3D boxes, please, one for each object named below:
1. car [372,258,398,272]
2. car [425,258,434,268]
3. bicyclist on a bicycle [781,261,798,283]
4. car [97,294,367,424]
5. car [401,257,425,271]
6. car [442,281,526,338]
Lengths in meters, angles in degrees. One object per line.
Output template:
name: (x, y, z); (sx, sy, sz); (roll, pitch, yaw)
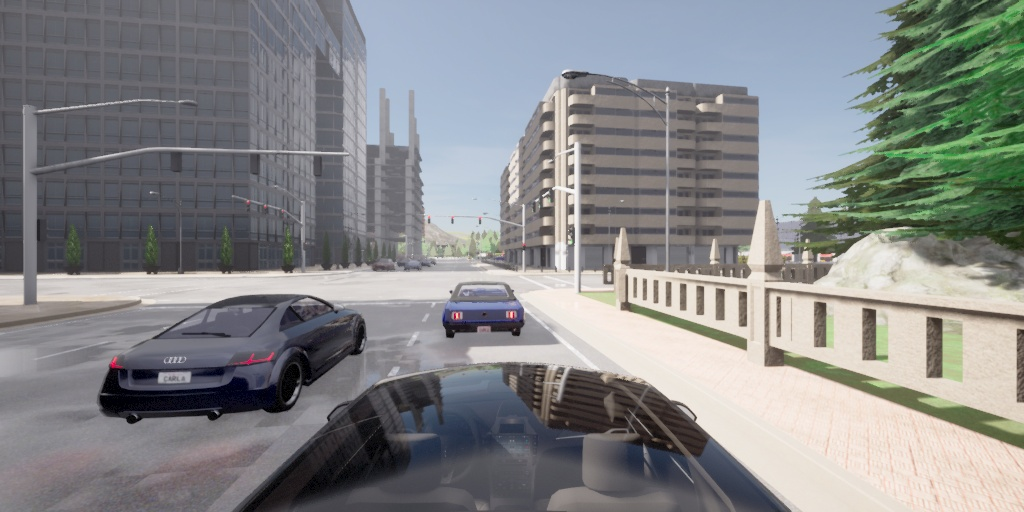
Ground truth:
car: (-16.548, 1.096, 46.197); (2.097, 1.767, 4.553); (0, 0, -8)
car: (-15.092, 1.093, 61.253); (2.097, 1.767, 4.553); (0, 0, -8)
bicyclist on a bicycle: (16.443, 1.104, 21.578); (0.582, 1.620, 1.656); (0, 0, -8)
car: (-3.928, 1.313, 5.963); (1.994, 1.385, 4.181); (0, 0, -6)
car: (-13.316, 1.270, 48.371); (1.812, 1.442, 4.674); (0, 0, -8)
car: (-0.847, 1.350, 10.200); (1.895, 1.301, 4.718); (0, 0, -6)
